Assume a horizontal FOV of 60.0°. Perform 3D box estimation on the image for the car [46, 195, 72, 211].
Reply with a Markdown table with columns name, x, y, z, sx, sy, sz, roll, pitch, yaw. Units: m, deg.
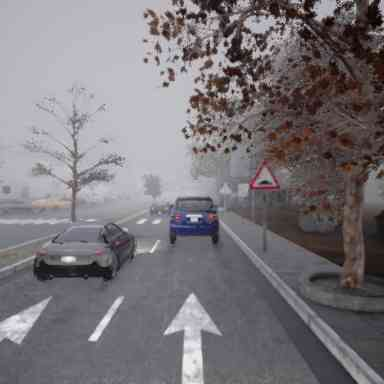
| name | x | y | z | sx | sy | sz | roll | pitch | yaw |
| --- | --- | --- | --- | --- | --- | --- | --- | --- | --- |
| car | -17.031 | 1.442 | 38.274 | 5.366 | 1.575 | 1.946 | -1 | 0 | -20 |

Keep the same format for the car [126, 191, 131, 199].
| name | x | y | z | sx | sy | sz | roll | pitch | yaw |
| --- | --- | --- | --- | --- | --- | --- | --- | --- | --- |
| car | -16.828 | 1.062 | 74.387 | 4.792 | 1.488 | 2.163 | -1 | 1 | -20 |

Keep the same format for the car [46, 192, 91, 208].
| name | x | y | z | sx | sy | sz | roll | pitch | yaw |
| --- | --- | --- | --- | --- | --- | --- | --- | --- | --- |
| car | -16.836 | 1.170 | 44.365 | 5.566 | 2.045 | 2.435 | -1 | 0 | -20 |

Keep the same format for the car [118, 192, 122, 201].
| name | x | y | z | sx | sy | sz | roll | pitch | yaw |
| --- | --- | --- | --- | --- | --- | --- | --- | --- | --- |
| car | -16.858 | 1.227 | 65.371 | 4.674 | 1.452 | 2.002 | -1 | 1 | -20 |

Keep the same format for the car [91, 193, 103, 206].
| name | x | y | z | sx | sy | sz | roll | pitch | yaw |
| --- | --- | --- | --- | --- | --- | --- | --- | --- | --- |
| car | -16.685 | 1.371 | 50.420 | 5.366 | 1.575 | 1.946 | -1 | 0 | -20 |

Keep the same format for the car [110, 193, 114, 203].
| name | x | y | z | sx | sy | sz | roll | pitch | yaw |
| --- | --- | --- | --- | --- | --- | --- | --- | --- | --- |
| car | -16.858 | 1.320 | 59.372 | 4.674 | 1.452 | 2.002 | -1 | 0 | -20 |

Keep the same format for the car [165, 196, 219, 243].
| name | x | y | z | sx | sy | sz | roll | pitch | yaw |
| --- | --- | --- | --- | --- | --- | --- | --- | --- | --- |
| car | 0.091 | 1.188 | 16.125 | 2.150 | 2.045 | 5.566 | 0 | 0 | 0 |

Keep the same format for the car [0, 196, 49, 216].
| name | x | y | z | sx | sy | sz | roll | pitch | yaw |
| --- | --- | --- | --- | --- | --- | --- | --- | --- | --- |
| car | -16.834 | 1.482 | 32.350 | 4.792 | 1.488 | 2.163 | -1 | 0 | -20 |

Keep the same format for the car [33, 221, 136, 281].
| name | x | y | z | sx | sy | sz | roll | pitch | yaw |
| --- | --- | --- | --- | --- | --- | --- | --- | --- | --- |
| car | -2.906 | 1.553 | 9.847 | 1.994 | 1.385 | 4.181 | 0 | 0 | 0 |

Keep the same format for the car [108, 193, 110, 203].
| name | x | y | z | sx | sy | sz | roll | pitch | yaw |
| --- | --- | --- | --- | --- | --- | --- | --- | --- | --- |
| car | -16.882 | 1.345 | 56.347 | 4.792 | 1.488 | 2.163 | -1 | 1 | -20 |

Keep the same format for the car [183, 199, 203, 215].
| name | x | y | z | sx | sy | sz | roll | pitch | yaw |
| --- | --- | --- | --- | --- | --- | --- | --- | --- | --- |
| car | 0.082 | 1.464 | 33.996 | 1.837 | 1.490 | 4.892 | 0 | 0 | 0 |

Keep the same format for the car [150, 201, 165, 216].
| name | x | y | z | sx | sy | sz | roll | pitch | yaw |
| --- | --- | --- | --- | --- | --- | --- | --- | --- | --- |
| car | -2.922 | 1.562 | 32.328 | 1.895 | 1.301 | 4.718 | 0 | 0 | 0 |

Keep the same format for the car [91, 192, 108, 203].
| name | x | y | z | sx | sy | sz | roll | pitch | yaw |
| --- | --- | --- | --- | --- | --- | --- | --- | --- | --- |
| car | -16.885 | 1.098 | 53.345 | 5.566 | 2.045 | 2.435 | -1 | 1 | -20 |

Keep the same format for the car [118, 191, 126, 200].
| name | x | y | z | sx | sy | sz | roll | pitch | yaw |
| --- | --- | --- | --- | --- | --- | --- | --- | --- | --- |
| car | -16.848 | 1.138 | 68.371 | 5.008 | 1.535 | 2.097 | -1 | 1 | -20 |

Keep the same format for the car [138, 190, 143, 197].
| name | x | y | z | sx | sy | sz | roll | pitch | yaw |
| --- | --- | --- | --- | --- | --- | --- | --- | --- | --- |
| car | -16.879 | 0.553 | 89.354 | 5.566 | 2.045 | 2.435 | -1 | 1 | -20 |

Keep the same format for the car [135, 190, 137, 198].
| name | x | y | z | sx | sy | sz | roll | pitch | yaw |
| --- | --- | --- | --- | --- | --- | --- | --- | --- | --- |
| car | -16.679 | 0.928 | 80.441 | 5.366 | 1.575 | 1.946 | -1 | 1 | -20 |

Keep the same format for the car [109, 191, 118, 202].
| name | x | y | z | sx | sy | sz | roll | pitch | yaw |
| --- | --- | --- | --- | --- | --- | --- | --- | --- | --- |
| car | -16.888 | 1.109 | 62.359 | 4.553 | 1.767 | 2.185 | -1 | 1 | -20 |

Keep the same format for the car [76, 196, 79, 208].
| name | x | y | z | sx | sy | sz | roll | pitch | yaw |
| --- | --- | --- | --- | --- | --- | --- | --- | --- | --- |
| car | -16.863 | 1.472 | 41.347 | 4.674 | 1.452 | 2.002 | -1 | 0 | -20 |

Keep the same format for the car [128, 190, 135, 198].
| name | x | y | z | sx | sy | sz | roll | pitch | yaw |
| --- | --- | --- | --- | --- | --- | --- | --- | --- | --- |
| car | -16.833 | 0.732 | 77.386 | 5.566 | 2.045 | 2.435 | -1 | 1 | -20 |
